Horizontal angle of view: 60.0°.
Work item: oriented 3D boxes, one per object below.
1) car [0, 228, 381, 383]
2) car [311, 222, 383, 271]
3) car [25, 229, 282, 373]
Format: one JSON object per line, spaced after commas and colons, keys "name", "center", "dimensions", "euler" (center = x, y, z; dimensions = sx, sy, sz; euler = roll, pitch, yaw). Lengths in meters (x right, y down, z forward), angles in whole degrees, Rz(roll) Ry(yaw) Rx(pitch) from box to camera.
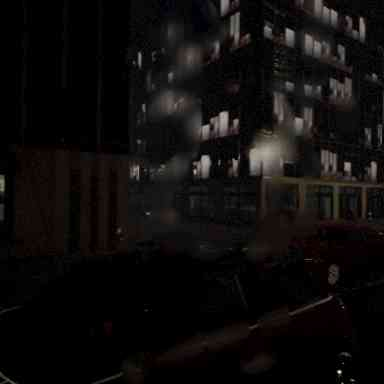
{"name": "car", "center": [-0.516, 1.358, 3.012], "dimensions": [4.553, 1.767, 2.097], "euler": [0, 0, -36]}
{"name": "car", "center": [4.085, 1.585, 9.464], "dimensions": [4.507, 1.381, 1.887], "euler": [0, 0, -35]}
{"name": "car", "center": [-0.535, 1.580, 6.169], "dimensions": [4.313, 1.339, 1.947], "euler": [0, 0, -35]}
